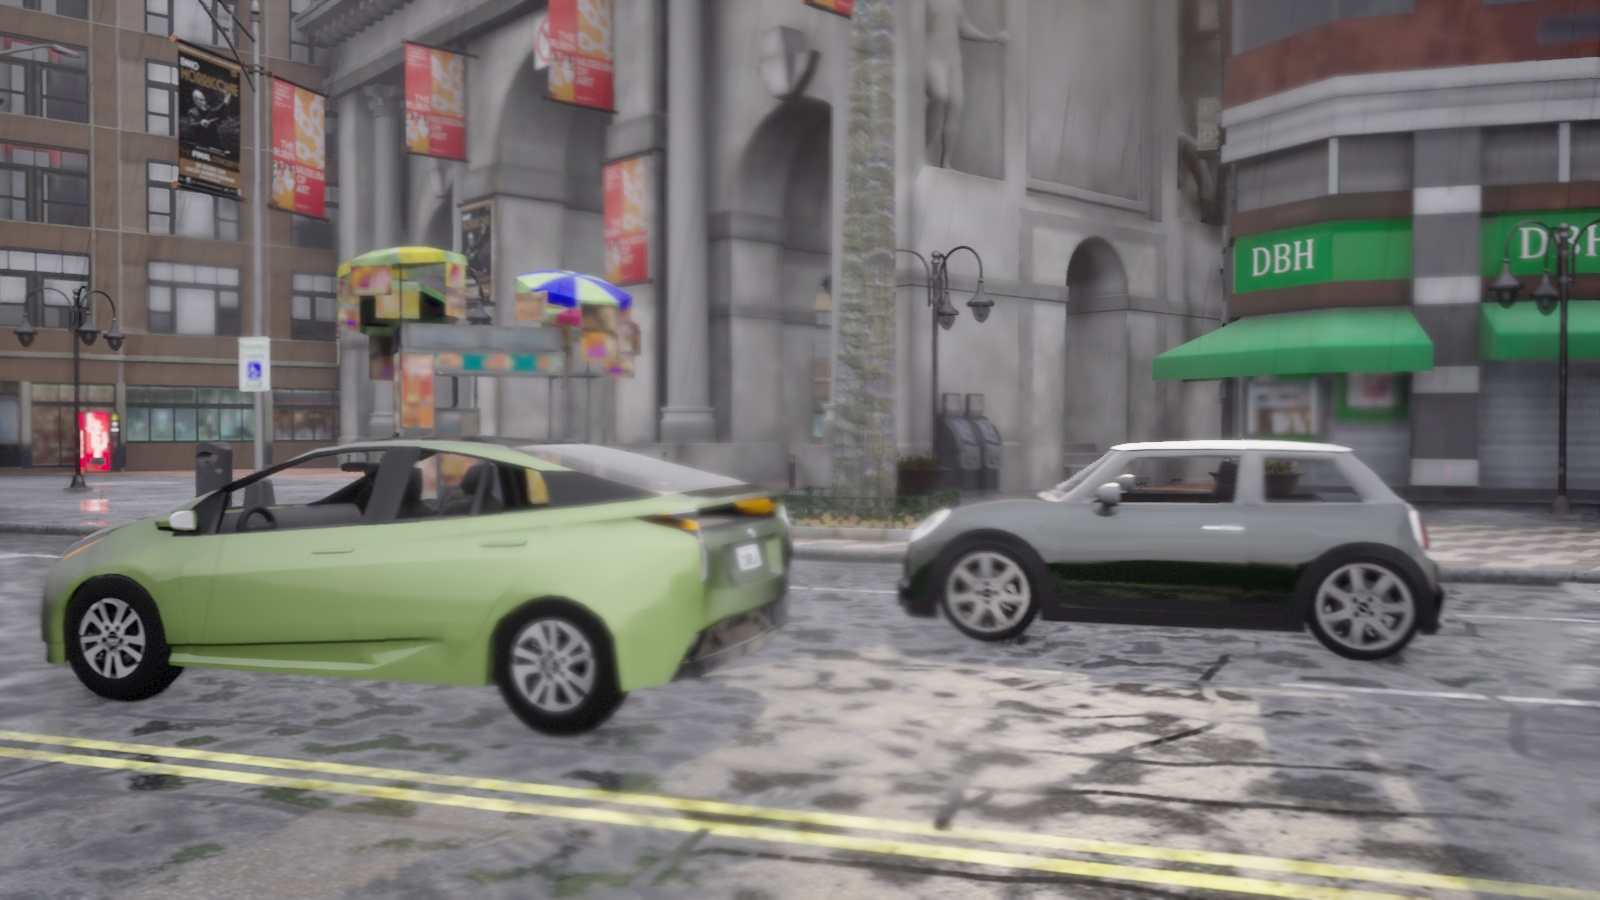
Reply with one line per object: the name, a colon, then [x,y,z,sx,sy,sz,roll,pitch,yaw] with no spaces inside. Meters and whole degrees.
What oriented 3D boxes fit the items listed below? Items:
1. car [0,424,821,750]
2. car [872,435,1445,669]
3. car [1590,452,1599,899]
car: [-2.332,0.620,7.618,4.514,1.525,2.007,1,1,18]
car: [2.657,0.639,9.644,3.806,1.475,1.970,1,1,18]
car: [4.254,0.803,1.768,5.008,1.535,1.882,0,1,19]
